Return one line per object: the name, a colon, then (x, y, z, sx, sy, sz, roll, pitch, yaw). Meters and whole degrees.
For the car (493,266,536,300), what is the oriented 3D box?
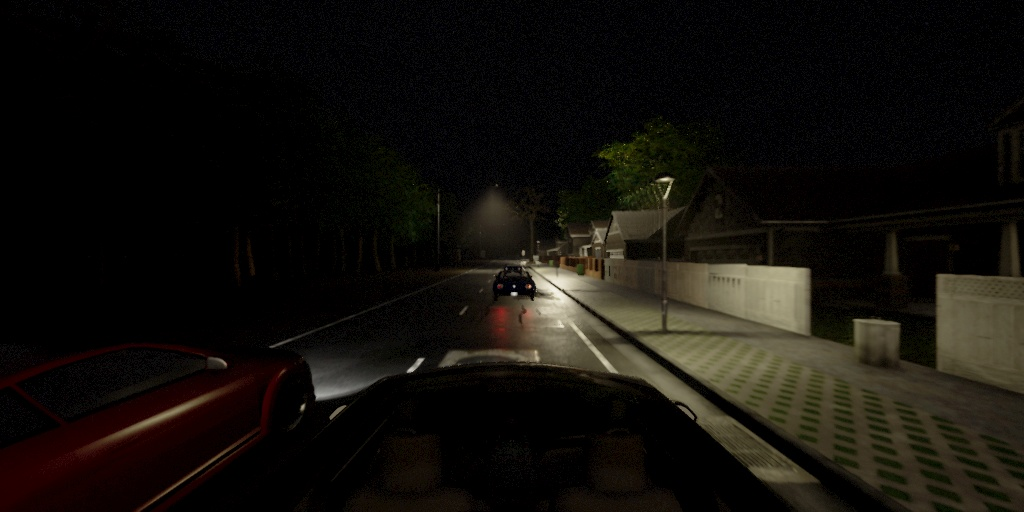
car: (0.098, 1.328, 17.504, 1.895, 1.301, 4.718, 0, 0, 0)

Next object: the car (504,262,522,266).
car: (0.095, 1.284, 37.589, 1.895, 1.301, 4.718, 0, 0, 0)

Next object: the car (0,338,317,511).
car: (-3.401, 1.313, 2.717, 1.994, 1.385, 4.181, 0, 0, 0)
